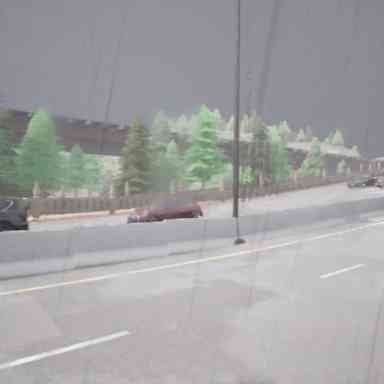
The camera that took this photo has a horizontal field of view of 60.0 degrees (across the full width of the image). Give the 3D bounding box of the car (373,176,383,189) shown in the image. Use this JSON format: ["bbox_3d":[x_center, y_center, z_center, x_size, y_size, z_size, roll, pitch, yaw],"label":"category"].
[{"bbox_3d":[22.712,-1.214,37.375,4.674,1.442,1.812,-7,4,-35],"label":"car"}]

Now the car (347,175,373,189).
[{"bbox_3d":[20.674,-1.234,40.219,4.892,1.490,1.837,-7,4,-35],"label":"car"}]

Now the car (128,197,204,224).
[{"bbox_3d":[-1.545,1.140,19.965,4.553,1.767,2.097,-3,2,-35],"label":"car"}]

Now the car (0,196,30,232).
[{"bbox_3d":[-9.914,1.217,13.993,5.566,2.045,2.150,0,0,-35],"label":"car"}]
